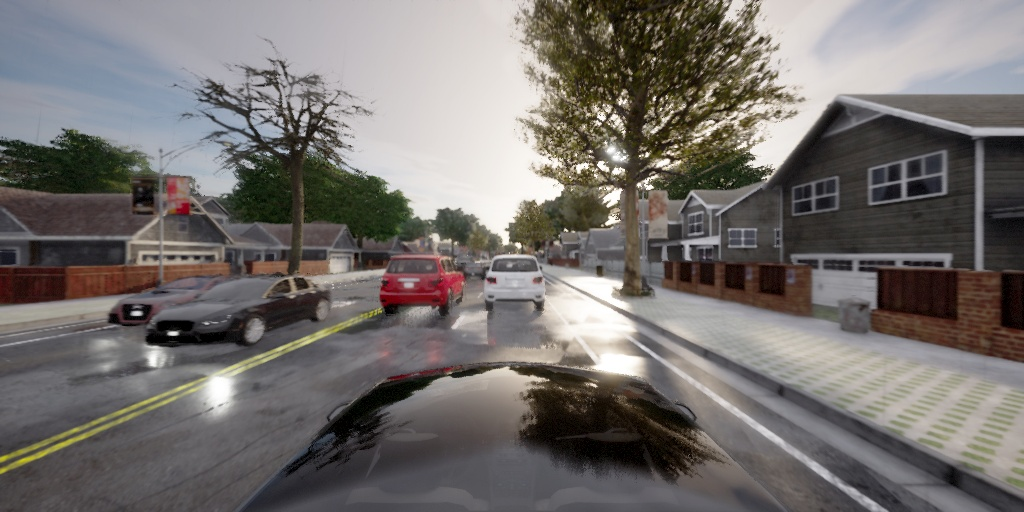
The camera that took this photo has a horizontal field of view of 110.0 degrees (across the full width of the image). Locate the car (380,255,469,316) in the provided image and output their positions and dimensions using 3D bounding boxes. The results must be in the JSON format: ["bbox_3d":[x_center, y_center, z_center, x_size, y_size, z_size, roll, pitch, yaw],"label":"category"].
[{"bbox_3d":[-3.150,0.984,13.638,2.150,2.045,5.566,0,0,0],"label":"car"}]

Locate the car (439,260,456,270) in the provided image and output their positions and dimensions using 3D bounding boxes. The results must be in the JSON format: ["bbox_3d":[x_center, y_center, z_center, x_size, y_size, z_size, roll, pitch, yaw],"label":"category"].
[{"bbox_3d":[-9.805,1.397,54.922,1.812,1.442,4.674,0,0,0],"label":"car"}]

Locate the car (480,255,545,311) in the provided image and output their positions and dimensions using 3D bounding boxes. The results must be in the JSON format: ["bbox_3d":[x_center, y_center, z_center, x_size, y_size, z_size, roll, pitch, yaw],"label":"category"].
[{"bbox_3d":[0.099,0.985,14.709,2.150,2.045,5.566,0,0,0],"label":"car"}]

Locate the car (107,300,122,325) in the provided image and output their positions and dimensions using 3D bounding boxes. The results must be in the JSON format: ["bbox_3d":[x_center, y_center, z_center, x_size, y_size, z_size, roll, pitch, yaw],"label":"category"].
[{"bbox_3d":[-9.851,1.324,11.401,1.994,1.385,4.181,0,0,0],"label":"car"}]

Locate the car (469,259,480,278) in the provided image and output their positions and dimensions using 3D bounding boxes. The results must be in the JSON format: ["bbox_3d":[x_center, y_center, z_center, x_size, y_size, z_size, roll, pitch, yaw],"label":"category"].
[{"bbox_3d":[-3.150,1.286,31.637,2.128,1.511,4.902,0,0,0],"label":"car"}]

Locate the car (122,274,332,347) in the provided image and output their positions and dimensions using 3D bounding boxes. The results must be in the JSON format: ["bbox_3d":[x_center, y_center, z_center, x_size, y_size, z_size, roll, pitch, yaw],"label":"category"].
[{"bbox_3d":[-6.601,1.262,9.411,1.837,1.490,4.892,0,0,0],"label":"car"}]

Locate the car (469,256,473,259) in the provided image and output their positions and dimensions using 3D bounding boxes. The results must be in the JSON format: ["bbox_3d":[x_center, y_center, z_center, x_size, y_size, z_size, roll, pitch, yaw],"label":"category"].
[{"bbox_3d":[-6.579,1.077,50.470,2.150,2.045,5.566,0,0,0],"label":"car"}]
